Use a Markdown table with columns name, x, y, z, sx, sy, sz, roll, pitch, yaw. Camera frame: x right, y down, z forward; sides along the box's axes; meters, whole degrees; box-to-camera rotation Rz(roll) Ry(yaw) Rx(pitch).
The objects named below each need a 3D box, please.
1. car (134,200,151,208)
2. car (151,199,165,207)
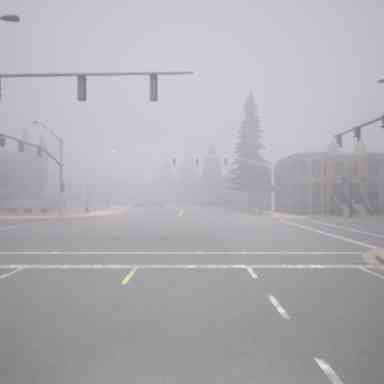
| name | x | y | z | sx | sy | sz | roll | pitch | yaw |
| --- | --- | --- | --- | --- | --- | --- | --- | --- | --- |
| car | -9.912 | 2.274 | 63.893 | 1.994 | 1.385 | 4.181 | 0 | -1 | -21 |
| car | -6.931 | 2.088 | 65.956 | 2.097 | 1.767 | 4.553 | 0 | -1 | -23 |
